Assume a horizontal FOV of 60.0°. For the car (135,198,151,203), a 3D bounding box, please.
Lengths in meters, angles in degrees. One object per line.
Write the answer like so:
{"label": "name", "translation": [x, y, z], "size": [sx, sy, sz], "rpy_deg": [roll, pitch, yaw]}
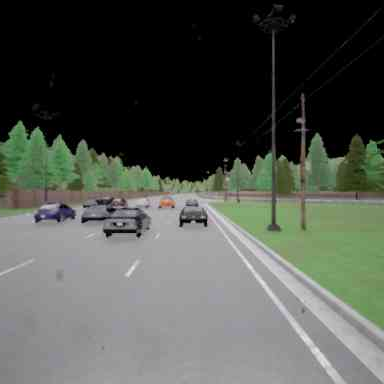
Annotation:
{"label": "car", "translation": [-6.996, 1.557, 47.742], "size": [1.812, 1.442, 4.674], "rpy_deg": [0, 0, 0]}

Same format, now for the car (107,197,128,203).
{"label": "car", "translation": [-10.495, 1.557, 48.149], "size": [1.812, 1.442, 4.674], "rpy_deg": [0, 0, 0]}

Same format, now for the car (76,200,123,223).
{"label": "car", "translation": [-6.905, 1.580, 25.341], "size": [1.994, 1.385, 4.181], "rpy_deg": [0, 0, 0]}

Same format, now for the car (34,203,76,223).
{"label": "car", "translation": [-10.405, 1.543, 25.539], "size": [1.812, 1.442, 4.674], "rpy_deg": [0, 0, 0]}

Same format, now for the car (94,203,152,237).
{"label": "car", "translation": [-3.404, 1.559, 18.138], "size": [2.033, 1.411, 5.357], "rpy_deg": [0, 0, 0]}

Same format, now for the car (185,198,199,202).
{"label": "car", "translation": [-0.001, 1.596, 47.798], "size": [1.994, 1.385, 4.181], "rpy_deg": [0, 0, 0]}

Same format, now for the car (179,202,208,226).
{"label": "car", "translation": [0.095, 1.616, 23.343], "size": [1.895, 1.301, 4.718], "rpy_deg": [0, 0, 0]}

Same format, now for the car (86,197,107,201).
{"label": "car", "translation": [-14.008, 1.595, 47.126], "size": [1.994, 1.385, 4.181], "rpy_deg": [0, 0, 0]}

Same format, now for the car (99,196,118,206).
{"label": "car", "translation": [-14.010, 1.515, 55.898], "size": [1.882, 1.535, 5.008], "rpy_deg": [0, 0, 0]}

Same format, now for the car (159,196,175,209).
{"label": "car", "translation": [-3.508, 1.383, 47.098], "size": [2.097, 1.767, 4.553], "rpy_deg": [0, 0, 0]}
